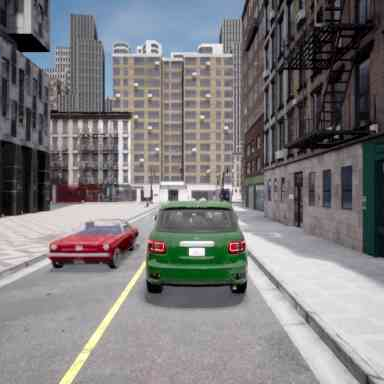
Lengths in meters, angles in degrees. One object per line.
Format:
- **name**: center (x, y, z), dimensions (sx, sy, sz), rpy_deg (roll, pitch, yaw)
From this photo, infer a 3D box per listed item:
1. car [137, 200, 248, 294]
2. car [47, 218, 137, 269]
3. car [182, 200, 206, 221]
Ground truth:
- **car**: center (0.118, 1.220, 8.955), dimensions (2.150, 2.045, 5.566), rpy_deg (0, 0, 1)
- **car**: center (-3.070, 1.598, 11.265), dimensions (1.895, 1.301, 4.718), rpy_deg (0, 0, 0)
- **car**: center (0.178, 1.488, 28.135), dimensions (1.837, 1.490, 4.892), rpy_deg (0, 0, 0)
